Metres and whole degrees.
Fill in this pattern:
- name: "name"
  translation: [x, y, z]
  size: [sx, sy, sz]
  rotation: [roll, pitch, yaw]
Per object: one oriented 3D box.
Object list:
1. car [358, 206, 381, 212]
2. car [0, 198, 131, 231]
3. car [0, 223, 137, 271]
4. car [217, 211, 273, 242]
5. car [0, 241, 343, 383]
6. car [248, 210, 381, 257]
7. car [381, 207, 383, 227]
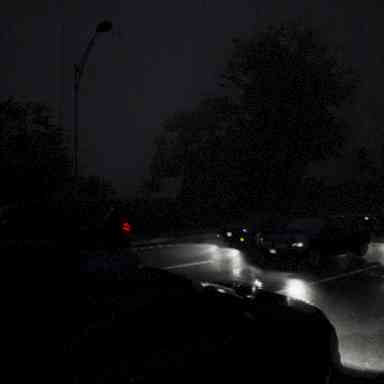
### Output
- name: "car"
  translation: [11.260, 1.580, 20.791]
  size: [4.718, 1.301, 1.895]
  rotation: [0, 0, -36]
- name: "car"
  translation: [-4.451, 1.222, 9.395]
  size: [5.566, 2.045, 2.150]
  rotation: [0, 0, -34]
- name: "car"
  translation: [-3.431, 1.549, 5.814]
  size: [5.357, 1.411, 2.033]
  rotation: [0, 0, -37]
- name: "car"
  translation: [3.150, 1.554, 14.901]
  size: [4.181, 1.385, 1.994]
  rotation: [0, 0, -36]
- name: "car"
  translation: [-0.266, 1.562, 3.566]
  size: [4.181, 1.385, 1.994]
  rotation: [0, 0, -36]
- name: "car"
  translation: [4.340, 1.516, 11.442]
  size: [4.674, 1.442, 1.812]
  rotation: [0, 0, -36]
- name: "car"
  translation: [12.408, 1.203, 17.302]
  size: [5.566, 2.045, 2.150]
  rotation: [0, 0, -36]
